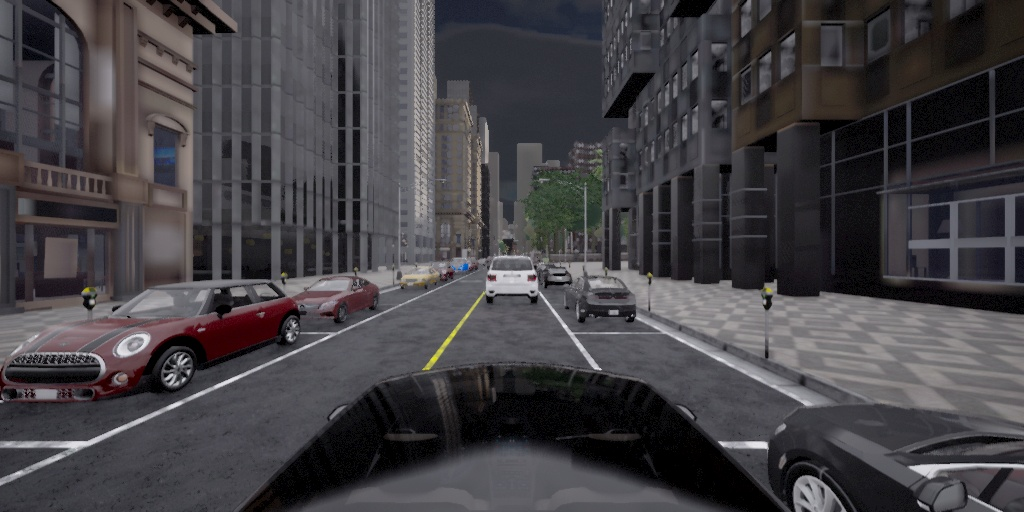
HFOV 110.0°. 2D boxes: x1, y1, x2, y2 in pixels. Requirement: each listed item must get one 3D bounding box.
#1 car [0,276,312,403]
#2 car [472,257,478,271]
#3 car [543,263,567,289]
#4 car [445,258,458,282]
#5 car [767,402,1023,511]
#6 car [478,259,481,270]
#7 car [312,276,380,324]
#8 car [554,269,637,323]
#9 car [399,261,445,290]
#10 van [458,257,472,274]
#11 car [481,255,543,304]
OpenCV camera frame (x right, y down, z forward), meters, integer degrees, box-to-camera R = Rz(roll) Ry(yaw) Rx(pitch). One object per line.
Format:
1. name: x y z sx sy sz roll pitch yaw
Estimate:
1. car: -5.763 1.186 6.429 1.967 1.591 4.097 0 0 0
2. car: -5.763 1.166 44.843 1.967 1.591 4.097 0 0 0
3. car: 2.763 1.305 22.883 1.948 1.339 4.313 0 0 0
4. car: -5.763 1.176 28.381 1.967 1.591 4.097 0 0 0
5. car: 2.763 1.297 0.934 2.007 1.370 4.403 0 0 0
6. car: -5.763 1.038 50.331 2.192 1.841 5.009 0 0 0
7. car: -5.763 1.327 11.917 1.802 1.307 4.207 0 0 0
8. car: 2.763 1.295 11.909 2.007 1.370 4.403 0 0 0
9. car: -5.762 1.264 22.723 1.751 1.417 4.829 0 0 0
10. van: -5.763 1.070 39.356 1.690 1.789 3.998 0 0 0
11. car: 0.000 1.001 16.529 2.150 2.045 5.566 0 0 0
